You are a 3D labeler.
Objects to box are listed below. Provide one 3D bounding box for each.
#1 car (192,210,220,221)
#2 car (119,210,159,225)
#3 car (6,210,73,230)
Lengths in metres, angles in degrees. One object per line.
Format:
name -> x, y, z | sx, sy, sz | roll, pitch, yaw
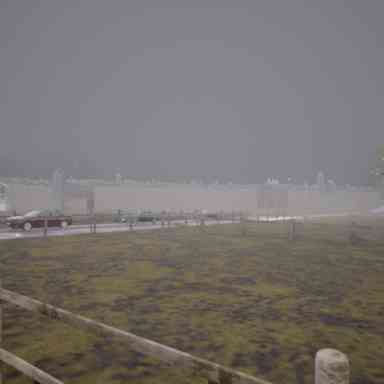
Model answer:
car -> 1.990, 3.205, 46.318 | 1.882, 1.535, 5.008 | 1, -2, 35
car -> -5.576, 2.643, 35.392 | 2.128, 1.511, 4.902 | 1, -2, 35
car -> -11.881, 2.152, 26.230 | 1.882, 1.535, 5.008 | 1, -2, 34
